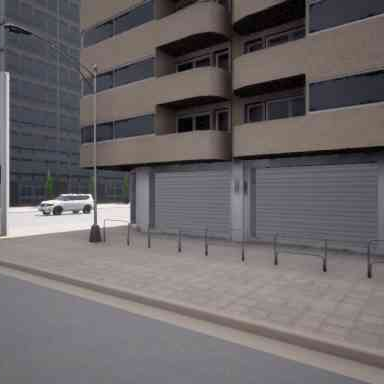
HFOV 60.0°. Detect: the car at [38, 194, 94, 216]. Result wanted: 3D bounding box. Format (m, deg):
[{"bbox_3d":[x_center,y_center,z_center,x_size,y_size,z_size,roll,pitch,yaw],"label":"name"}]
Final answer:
[{"bbox_3d":[-12.432,1.221,33.383,2.150,2.045,5.566,0,0,36],"label":"car"}]
